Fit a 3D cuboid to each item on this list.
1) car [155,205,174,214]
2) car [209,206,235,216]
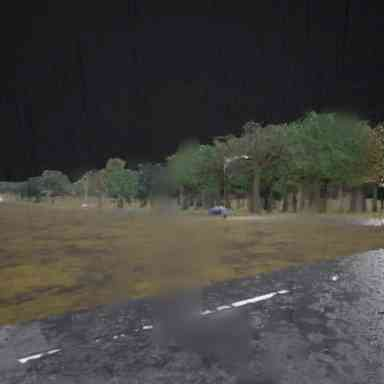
[{"bbox_3d":[-5.194,3.255,62.791,1.882,1.535,5.008,1,-2,-33],"label":"car"},{"bbox_3d":[4.277,2.752,48.181,1.812,1.442,4.674,1,-2,-33],"label":"car"}]
